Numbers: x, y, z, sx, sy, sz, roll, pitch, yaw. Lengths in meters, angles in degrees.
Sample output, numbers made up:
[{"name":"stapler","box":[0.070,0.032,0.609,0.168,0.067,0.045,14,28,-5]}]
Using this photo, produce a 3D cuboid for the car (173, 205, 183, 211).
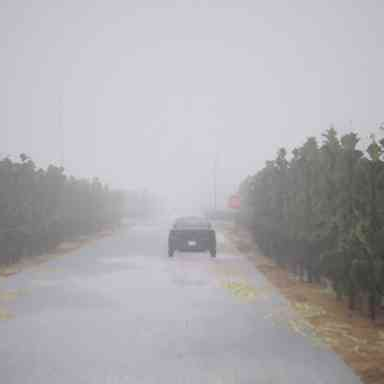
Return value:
[{"name":"car","box":[-3.069,3.724,72.890,1.837,1.490,4.892,0,-2,0]}]

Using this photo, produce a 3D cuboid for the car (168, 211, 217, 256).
[{"name":"car","box":[0.011,1.786,14.515,1.882,1.535,5.008,0,-2,0]}]
